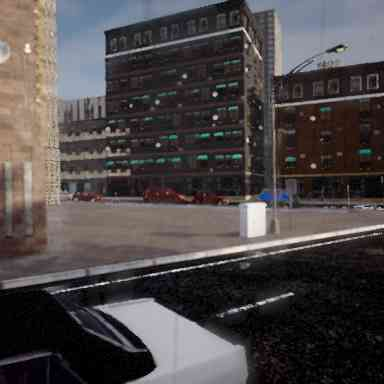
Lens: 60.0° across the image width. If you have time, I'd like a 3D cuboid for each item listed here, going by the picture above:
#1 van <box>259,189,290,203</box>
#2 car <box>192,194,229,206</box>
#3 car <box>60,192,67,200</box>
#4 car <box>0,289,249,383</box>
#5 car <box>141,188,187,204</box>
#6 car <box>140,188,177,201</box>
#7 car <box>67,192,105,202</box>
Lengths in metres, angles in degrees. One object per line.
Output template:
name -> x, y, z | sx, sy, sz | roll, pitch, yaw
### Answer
van -> 10.605, 0.503, 42.183 | 3.998, 1.788, 1.690 | 1, 0, 23
car -> 2.044, 0.840, 36.720 | 4.206, 1.307, 1.802 | 1, 0, 23
car -> -18.272, 0.590, 48.237 | 4.718, 1.301, 1.895 | 1, 1, 24
car -> -1.902, 1.604, 2.339 | 4.718, 1.301, 1.895 | -1, 0, -36
car -> -3.136, 0.521, 38.926 | 5.009, 1.841, 2.192 | 1, 0, 23
car -> -4.942, 0.320, 48.801 | 5.009, 1.841, 2.192 | 1, 0, 23
car -> -13.508, 0.643, 43.341 | 4.507, 1.381, 1.887 | 1, 0, 23
